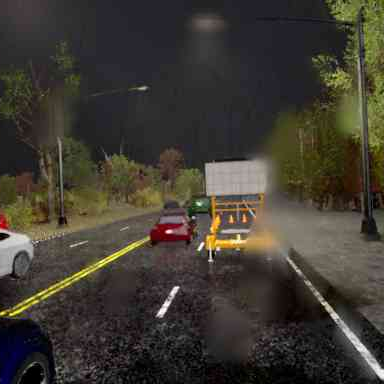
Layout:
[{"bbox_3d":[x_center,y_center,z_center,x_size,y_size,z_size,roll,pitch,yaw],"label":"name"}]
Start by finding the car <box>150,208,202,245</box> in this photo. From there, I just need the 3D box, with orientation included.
[{"bbox_3d":[-0.818,1.768,17.032,1.994,1.385,4.181,-3,0,6],"label":"car"}]

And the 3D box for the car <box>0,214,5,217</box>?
[{"bbox_3d":[-8.386,1.522,10.897,2.150,2.045,5.566,-1,-8,7],"label":"car"}]

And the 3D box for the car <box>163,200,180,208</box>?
[{"bbox_3d":[-3.132,1.968,51.434,2.033,1.411,5.357,-3,0,8],"label":"car"}]

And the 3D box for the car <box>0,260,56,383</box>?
[{"bbox_3d":[-2.664,1.571,2.052,1.994,1.385,4.181,0,0,6],"label":"car"}]

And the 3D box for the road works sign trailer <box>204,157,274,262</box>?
[{"bbox_3d":[1.733,0.539,12.604,2.380,3.560,2.880,-3,0,7],"label":"road works sign trailer"}]

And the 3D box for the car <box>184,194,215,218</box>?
[{"bbox_3d":[0.845,1.298,30.006,2.150,2.045,5.566,-2,-4,5],"label":"car"}]

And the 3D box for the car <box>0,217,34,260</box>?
[{"bbox_3d":[-5.510,1.535,7.534,1.812,1.442,4.674,0,0,7],"label":"car"}]
